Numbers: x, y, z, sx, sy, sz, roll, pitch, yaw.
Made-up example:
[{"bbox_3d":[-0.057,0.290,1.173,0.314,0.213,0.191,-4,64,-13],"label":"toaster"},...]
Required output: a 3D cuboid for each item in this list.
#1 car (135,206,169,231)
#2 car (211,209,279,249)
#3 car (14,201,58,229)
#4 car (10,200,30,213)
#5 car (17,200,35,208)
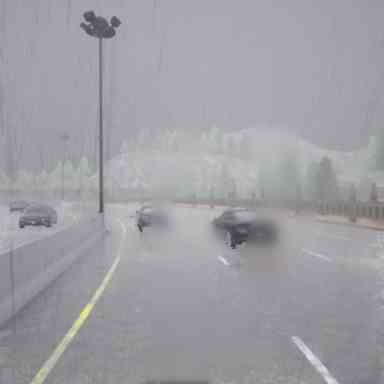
[{"bbox_3d":[-2.569,1.593,21.109,1.812,1.442,4.674,0,0,-13],"label":"car"},{"bbox_3d":[2.181,1.500,14.892,1.882,1.535,5.008,0,0,-9],"label":"car"},{"bbox_3d":[-10.349,1.627,22.666,1.837,1.490,4.892,0,0,-15],"label":"car"},{"bbox_3d":[-21.946,1.857,42.155,2.033,1.411,5.357,0,0,-28],"label":"car"},{"bbox_3d":[-29.543,2.067,59.175,1.895,1.301,4.718,0,0,-40],"label":"car"}]
